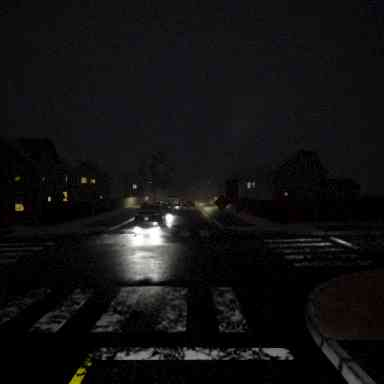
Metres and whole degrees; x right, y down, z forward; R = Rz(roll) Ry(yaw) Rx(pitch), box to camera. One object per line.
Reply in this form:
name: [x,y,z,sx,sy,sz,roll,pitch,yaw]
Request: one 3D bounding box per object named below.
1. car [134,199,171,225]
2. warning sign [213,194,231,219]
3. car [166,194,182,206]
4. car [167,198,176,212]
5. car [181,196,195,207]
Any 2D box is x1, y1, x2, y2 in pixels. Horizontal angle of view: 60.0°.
car: [-3.006,1.518,24.570,2.128,1.511,4.902,0,0,1]
warning sign: [2.401,1.146,26.707,1.300,1.860,1.060,2,2,-1]
car: [-3.381,1.428,59.531,2.150,2.045,5.566,0,-1,-1]
car: [-3.141,1.664,36.680,1.895,1.301,4.718,0,0,-1]
car: [-0.526,1.777,56.503,1.895,1.301,4.718,0,0,0]
